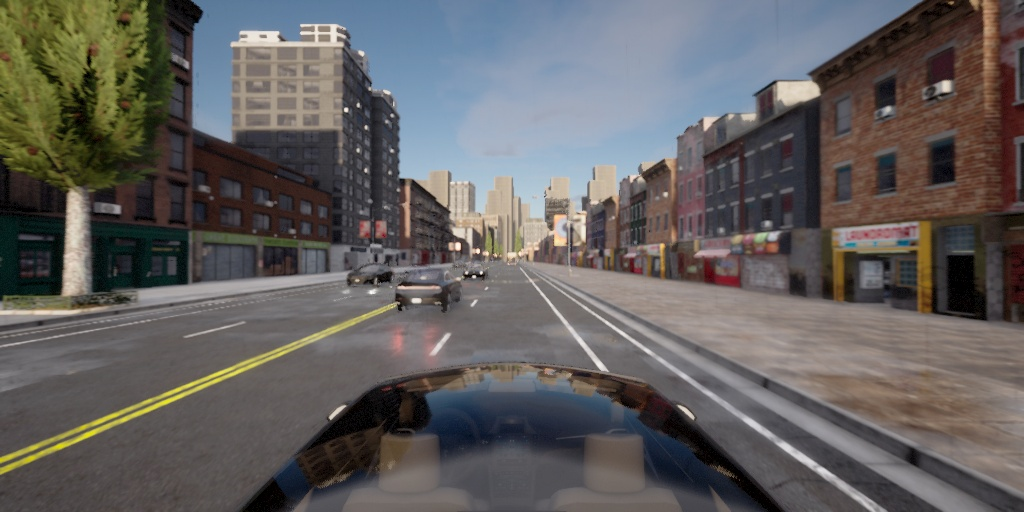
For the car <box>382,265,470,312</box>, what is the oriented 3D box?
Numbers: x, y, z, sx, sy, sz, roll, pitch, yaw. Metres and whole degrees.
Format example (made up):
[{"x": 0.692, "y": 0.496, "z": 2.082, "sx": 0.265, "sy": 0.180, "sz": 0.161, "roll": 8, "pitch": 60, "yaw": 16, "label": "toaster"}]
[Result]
[{"x": -3.154, "y": 1.275, "z": 14.285, "sx": 2.128, "sy": 1.511, "sz": 4.902, "roll": 0, "pitch": 0, "yaw": 0, "label": "car"}]

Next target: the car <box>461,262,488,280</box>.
[{"x": -3.151, "y": 1.449, "z": 32.058, "sx": 1.895, "sy": 1.301, "sz": 4.718, "roll": 0, "pitch": 0, "yaw": 0, "label": "car"}]

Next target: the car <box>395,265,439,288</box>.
[{"x": -6.600, "y": 1.384, "z": 25.442, "sx": 1.994, "sy": 1.385, "sz": 4.181, "roll": 0, "pitch": 0, "yaw": 0, "label": "car"}]

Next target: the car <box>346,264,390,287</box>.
[{"x": -9.850, "y": 1.297, "z": 25.315, "sx": 1.882, "sy": 1.535, "sz": 5.008, "roll": 0, "pitch": 0, "yaw": 0, "label": "car"}]
